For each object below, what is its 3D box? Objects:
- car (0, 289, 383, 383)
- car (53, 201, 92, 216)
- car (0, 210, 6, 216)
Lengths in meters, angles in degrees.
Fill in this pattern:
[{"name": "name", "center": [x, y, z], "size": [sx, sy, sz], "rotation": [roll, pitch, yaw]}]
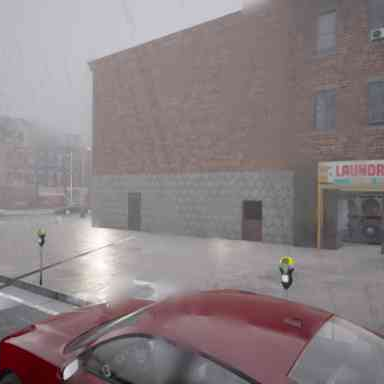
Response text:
[{"name": "car", "center": [0.102, 1.544, 2.727], "size": [4.507, 1.381, 1.887], "rotation": [0, 1, 36]}, {"name": "car", "center": [-13.533, 1.867, 38.328], "size": [1.837, 1.490, 4.892], "rotation": [1, 0, 36]}, {"name": "car", "center": [-19.608, 1.826, 29.908], "size": [1.895, 1.301, 4.718], "rotation": [1, 0, 37]}]
